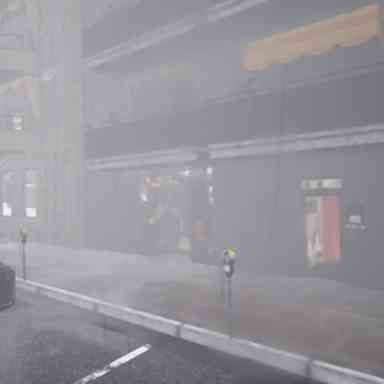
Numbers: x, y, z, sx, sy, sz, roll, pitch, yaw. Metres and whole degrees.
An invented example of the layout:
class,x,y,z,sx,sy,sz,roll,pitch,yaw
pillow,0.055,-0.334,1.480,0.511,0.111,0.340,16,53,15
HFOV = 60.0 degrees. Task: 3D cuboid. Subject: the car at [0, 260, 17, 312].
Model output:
class,x,y,z,sx,sy,sz,roll,pitch,yaw
car,-5.157,1.626,6.565,4.313,1.339,1.947,-1,-1,36
